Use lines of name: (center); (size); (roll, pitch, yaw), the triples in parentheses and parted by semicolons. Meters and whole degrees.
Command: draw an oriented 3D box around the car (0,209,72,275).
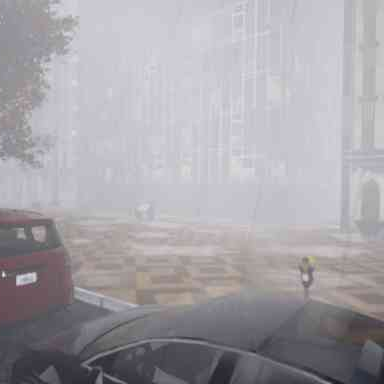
car: (-4.159, 1.206, 5.839); (5.009, 1.841, 2.192); (1, 1, 35)

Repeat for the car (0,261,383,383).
car: (0.336, 1.547, 2.637); (4.313, 1.339, 1.947); (1, 1, 35)
